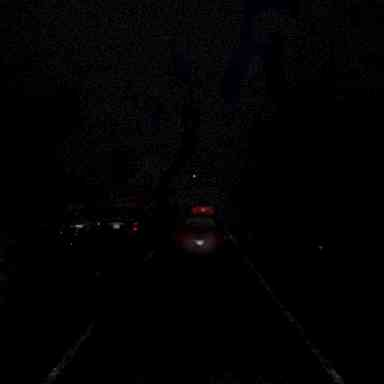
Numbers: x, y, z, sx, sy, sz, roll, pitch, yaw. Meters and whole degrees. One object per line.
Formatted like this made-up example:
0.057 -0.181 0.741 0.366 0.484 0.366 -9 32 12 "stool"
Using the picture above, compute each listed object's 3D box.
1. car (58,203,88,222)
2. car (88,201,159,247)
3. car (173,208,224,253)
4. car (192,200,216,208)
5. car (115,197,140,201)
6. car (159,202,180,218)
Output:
-9.734 1.702 28.664 1.882 1.535 5.008 0 0 3 "car"
-3.081 1.479 15.986 2.097 1.767 4.553 0 0 2 "car"
0.360 1.640 14.188 1.812 1.442 4.674 0 -1 2 "car"
1.108 1.601 31.007 2.097 1.767 4.553 0 0 3 "car"
-6.105 1.466 30.998 2.150 2.045 5.566 0 0 3 "car"
-2.277 1.741 33.111 1.882 1.535 5.008 0 -1 3 "car"
